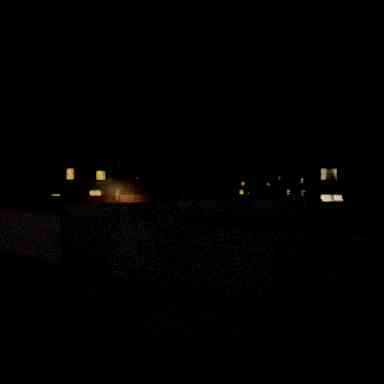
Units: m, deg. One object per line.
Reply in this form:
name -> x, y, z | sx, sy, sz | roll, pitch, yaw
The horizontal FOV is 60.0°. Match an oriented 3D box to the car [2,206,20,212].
car -> -11.497, 1.599, 21.597 | 1.994, 1.385, 4.181 | 2, 1, 38

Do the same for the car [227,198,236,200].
car -> 5.738, 1.587, 48.644 | 1.812, 1.442, 4.674 | 1, 1, 18
